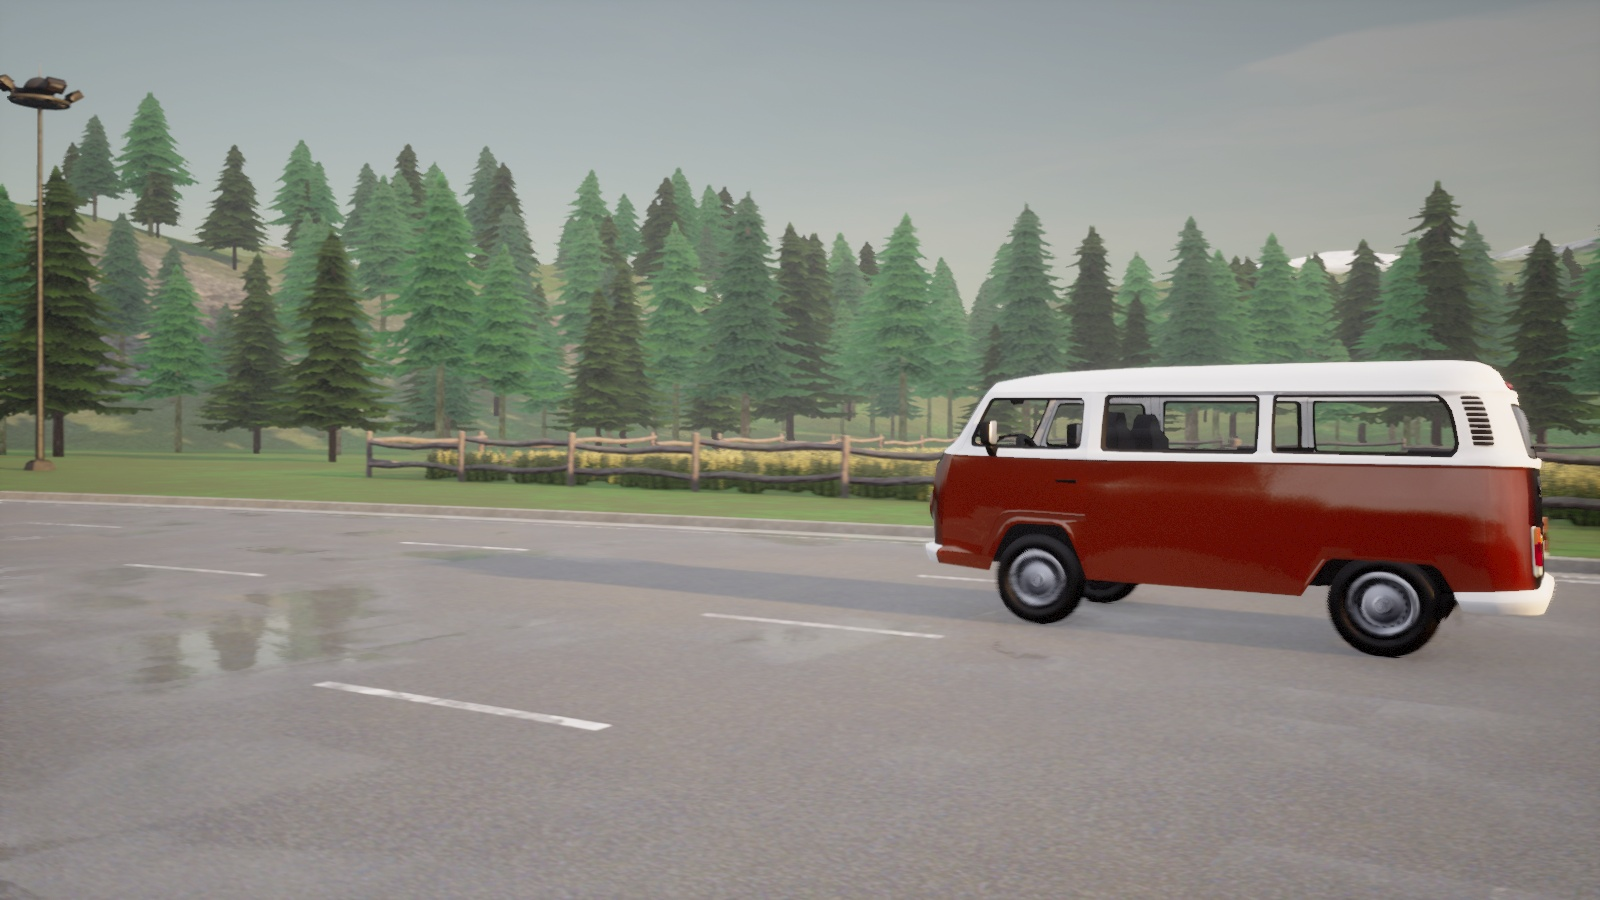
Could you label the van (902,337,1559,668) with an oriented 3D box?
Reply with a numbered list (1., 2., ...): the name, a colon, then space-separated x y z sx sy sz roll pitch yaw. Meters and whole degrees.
1. van: 3.265 0.292 9.774 4.480 2.038 2.069 1 1 32
